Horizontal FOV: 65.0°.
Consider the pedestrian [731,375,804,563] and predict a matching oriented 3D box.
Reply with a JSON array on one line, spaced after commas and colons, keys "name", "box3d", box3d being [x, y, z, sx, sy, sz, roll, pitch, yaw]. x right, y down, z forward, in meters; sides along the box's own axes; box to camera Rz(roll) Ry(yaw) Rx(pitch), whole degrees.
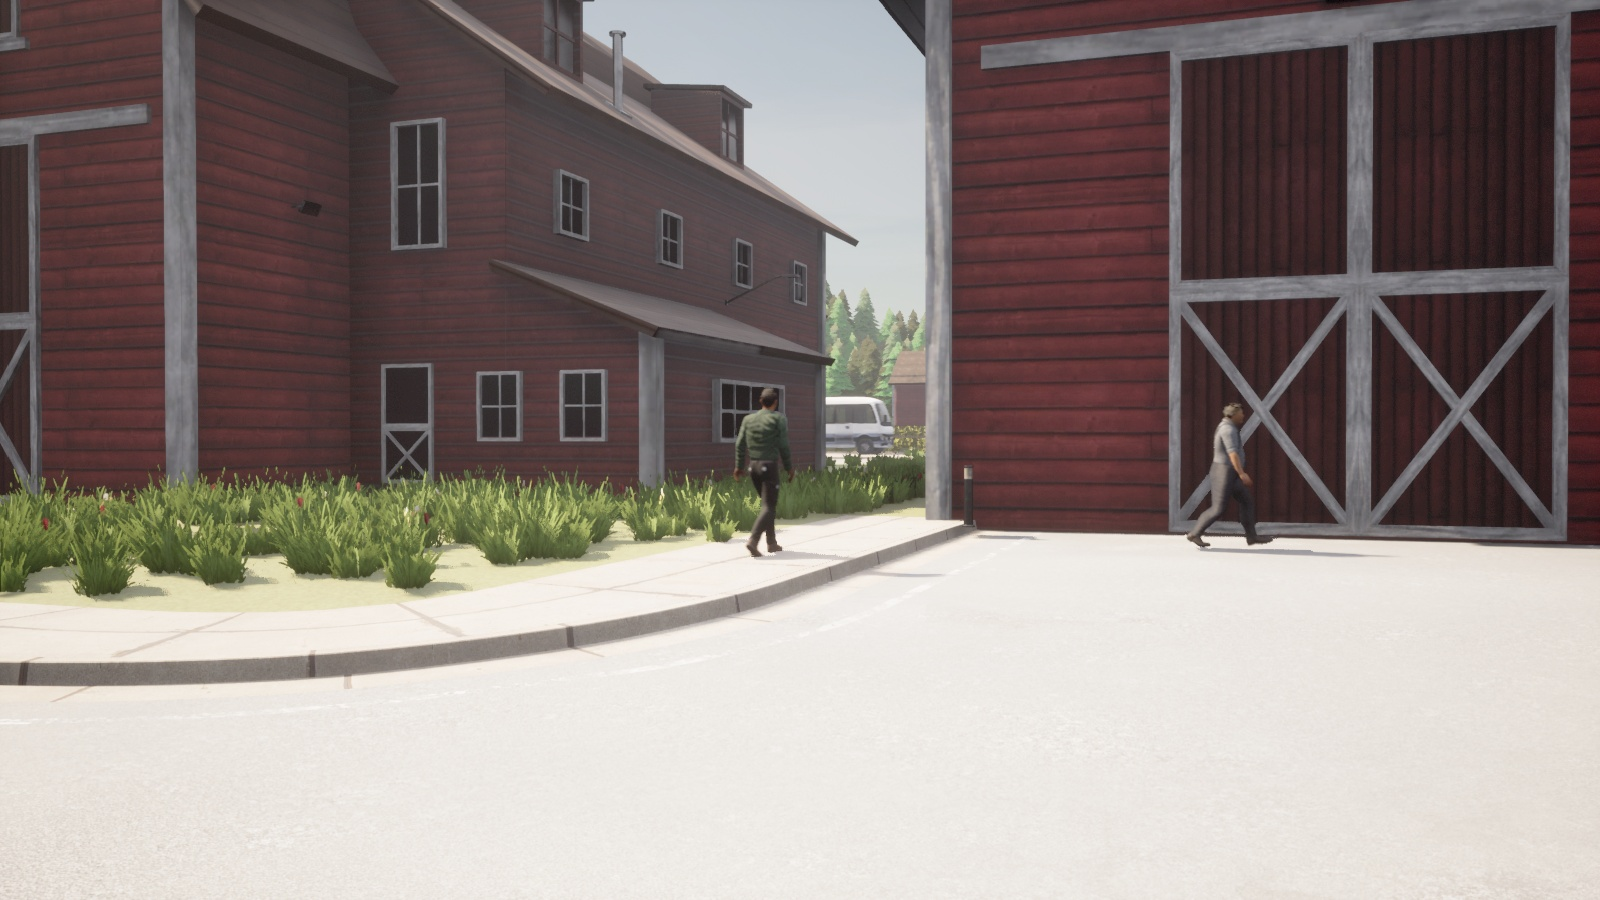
[{"name": "pedestrian", "box3d": [-0.344, 0.190, 13.483, 0.423, 1.949, 0.788, 1, 1, 30]}]

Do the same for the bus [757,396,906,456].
[{"name": "bus", "box3d": [2.353, -1.738, 92.455, 10.273, 4.253, 3.944, 0, 1, 19]}]

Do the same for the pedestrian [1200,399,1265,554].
[{"name": "pedestrian", "box3d": [5.289, 0.309, 15.341, 0.694, 1.848, 0.540, 1, 1, 23]}]
